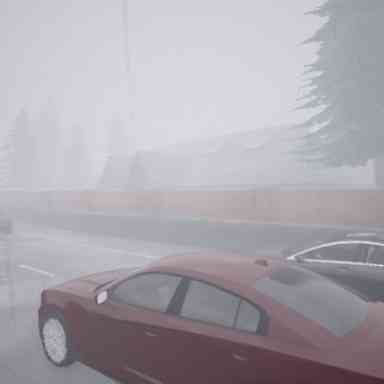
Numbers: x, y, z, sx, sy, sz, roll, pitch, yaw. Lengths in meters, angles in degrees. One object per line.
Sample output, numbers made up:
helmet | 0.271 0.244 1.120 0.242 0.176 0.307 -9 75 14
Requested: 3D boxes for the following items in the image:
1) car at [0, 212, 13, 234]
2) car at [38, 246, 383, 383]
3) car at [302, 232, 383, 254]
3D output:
car | -11.692 1.602 18.655 4.181 1.385 1.994 0 0 44
car | 0.082 1.489 4.053 5.008 1.535 1.882 0 0 36
car | 3.050 1.510 6.215 4.902 1.511 2.128 0 0 36
